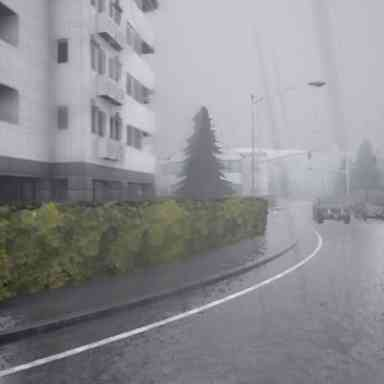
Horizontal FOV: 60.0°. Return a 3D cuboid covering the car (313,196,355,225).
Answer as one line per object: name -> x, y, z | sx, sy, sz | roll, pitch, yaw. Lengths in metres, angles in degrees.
car -> 10.724, 1.362, 25.839 | 2.150, 2.045, 5.566 | -1, -1, 15

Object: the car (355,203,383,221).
car -> 14.991, 1.668, 27.946 | 2.033, 1.411, 5.357 | 0, 0, 15
